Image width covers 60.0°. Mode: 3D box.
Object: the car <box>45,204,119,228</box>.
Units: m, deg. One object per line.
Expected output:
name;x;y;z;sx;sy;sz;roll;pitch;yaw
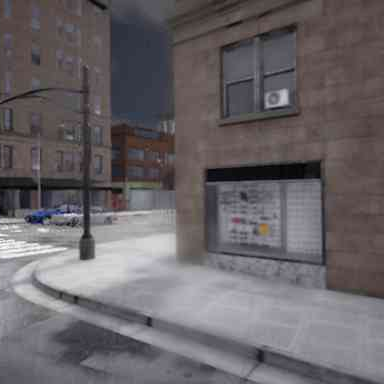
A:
car;-7.611;1.763;23.770;1.895;1.301;4.718;-1;-1;36

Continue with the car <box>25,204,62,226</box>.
car;-10.234;1.678;25.695;1.882;1.535;5.008;-1;-1;36
